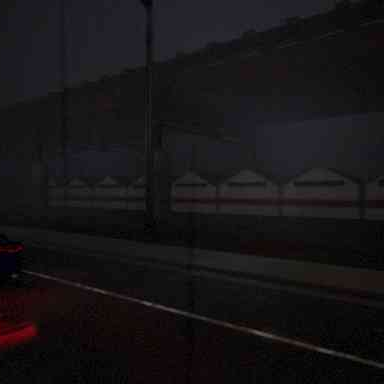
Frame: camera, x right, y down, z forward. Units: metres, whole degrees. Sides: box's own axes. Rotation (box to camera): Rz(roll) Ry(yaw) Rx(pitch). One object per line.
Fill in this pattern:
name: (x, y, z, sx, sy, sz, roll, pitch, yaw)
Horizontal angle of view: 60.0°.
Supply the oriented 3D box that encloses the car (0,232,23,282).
car: (-6.303, 1.467, 8.485, 5.008, 1.535, 1.882, 0, 0, 35)
